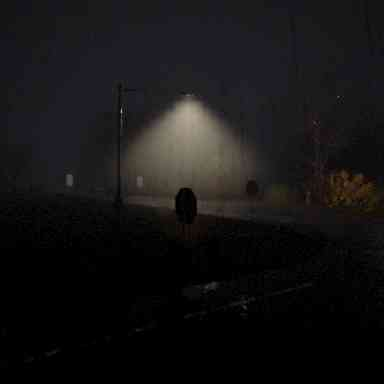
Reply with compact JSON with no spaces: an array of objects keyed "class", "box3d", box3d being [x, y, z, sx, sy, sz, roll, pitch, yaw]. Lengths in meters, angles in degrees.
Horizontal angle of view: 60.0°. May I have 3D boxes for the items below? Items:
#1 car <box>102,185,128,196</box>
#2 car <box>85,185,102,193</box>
[{"class":"car","box3d":[-11.715,-0.376,51.782,2.097,1.767,4.553,0,2,-36]},{"class":"car","box3d":[-17.574,-0.504,59.934,2.033,1.411,5.357,0,2,-36]}]
